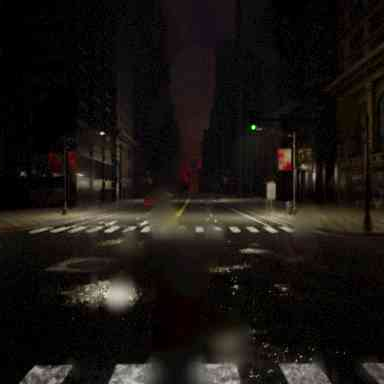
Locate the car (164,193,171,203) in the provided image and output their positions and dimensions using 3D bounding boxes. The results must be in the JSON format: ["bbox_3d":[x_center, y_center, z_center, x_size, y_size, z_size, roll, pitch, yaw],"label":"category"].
[{"bbox_3d":[-5.987,1.528,67.223,2.128,1.511,4.902,0,0,0],"label":"car"}]

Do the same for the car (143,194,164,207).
[{"bbox_3d":[-6.107,1.356,51.209,2.150,2.045,5.566,0,1,0],"label":"car"}]

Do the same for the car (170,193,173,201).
[{"bbox_3d":[-5.871,1.201,82.907,2.150,2.045,5.566,0,0,0],"label":"car"}]
